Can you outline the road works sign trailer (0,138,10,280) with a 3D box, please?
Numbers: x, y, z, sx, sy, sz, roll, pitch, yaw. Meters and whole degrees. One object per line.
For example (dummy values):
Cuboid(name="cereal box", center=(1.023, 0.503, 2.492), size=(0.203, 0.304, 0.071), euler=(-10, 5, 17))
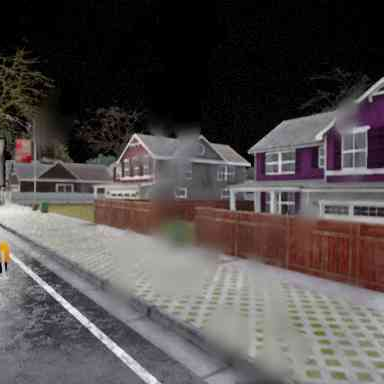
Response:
Cuboid(name="road works sign trailer", center=(-6.082, 0.260, 8.388), size=(2.380, 3.560, 2.880), euler=(0, 1, -38))
